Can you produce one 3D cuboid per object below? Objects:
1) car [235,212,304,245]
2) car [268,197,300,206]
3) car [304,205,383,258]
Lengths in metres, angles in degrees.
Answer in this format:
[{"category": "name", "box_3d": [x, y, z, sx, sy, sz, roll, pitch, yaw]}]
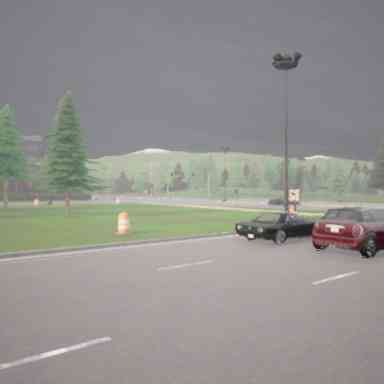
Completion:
[{"category": "car", "box_3d": [4.336, 1.605, 15.537, 4.718, 1.301, 1.895, 0, 0, -35]}, {"category": "car", "box_3d": [14.908, 1.561, 54.120, 2.033, 1.411, 5.357, 0, 0, -35]}, {"category": "car", "box_3d": [6.772, 1.357, 12.975, 4.553, 1.767, 2.097, 0, 0, -35]}]
